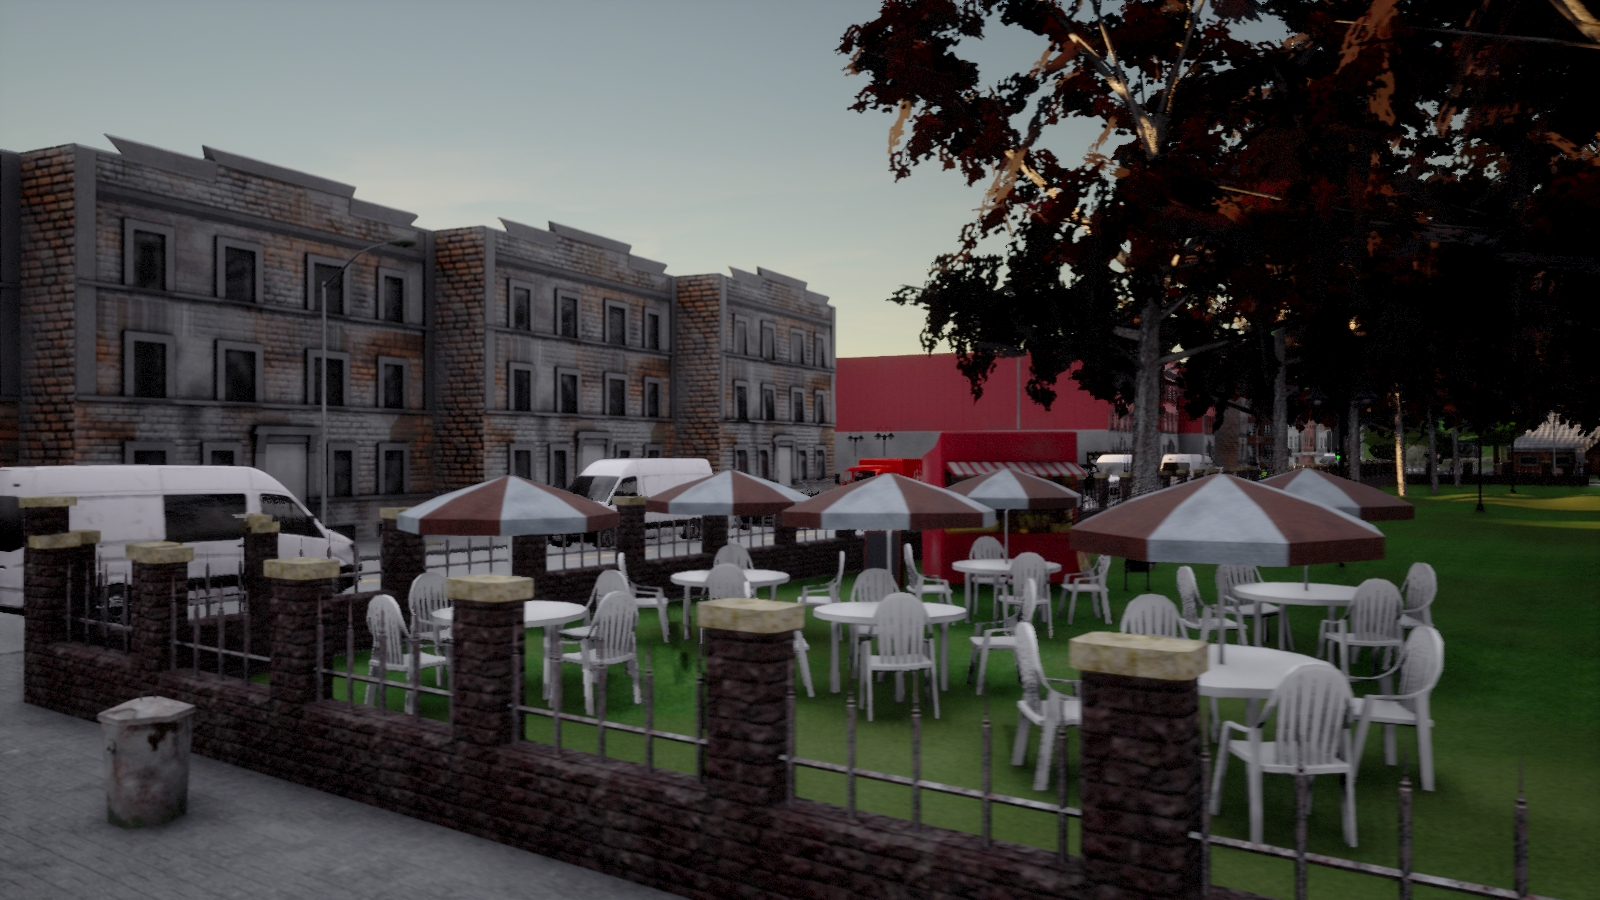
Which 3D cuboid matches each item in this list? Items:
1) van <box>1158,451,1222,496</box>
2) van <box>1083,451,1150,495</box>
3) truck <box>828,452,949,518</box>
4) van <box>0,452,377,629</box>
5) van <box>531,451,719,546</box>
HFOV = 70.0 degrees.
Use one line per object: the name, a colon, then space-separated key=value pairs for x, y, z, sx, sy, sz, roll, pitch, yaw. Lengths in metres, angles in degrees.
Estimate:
van: x=22.879 y=1.314 z=66.848 sx=1.988 sy=2.561 sz=5.915 roll=0 pitch=0 yaw=35
van: x=18.931 y=1.315 z=68.183 sx=1.988 sy=2.561 sz=5.915 roll=0 pitch=0 yaw=35
truck: x=3.675 y=1.346 z=46.365 sx=2.627 sy=2.467 sz=5.204 roll=0 pitch=0 yaw=35
van: x=-10.392 y=1.314 z=19.537 sx=1.988 sy=2.561 sz=5.915 roll=0 pitch=0 yaw=33
van: x=-5.043 y=1.315 z=33.904 sx=1.988 sy=2.561 sz=5.915 roll=0 pitch=0 yaw=35
